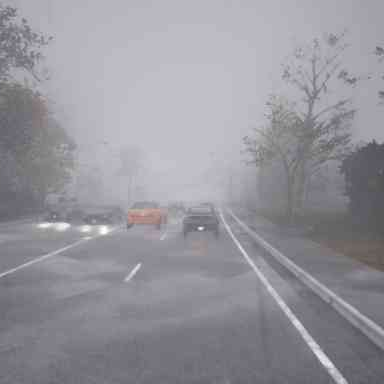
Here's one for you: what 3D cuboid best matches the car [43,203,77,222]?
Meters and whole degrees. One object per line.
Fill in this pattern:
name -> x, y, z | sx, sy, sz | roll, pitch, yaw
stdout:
car -> -9.846, 1.567, 26.055 | 1.994, 1.385, 4.181 | 0, 0, 3

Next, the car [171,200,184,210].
car -> -1.810, 1.616, 39.572 | 1.895, 1.301, 4.718 | 0, 0, 4

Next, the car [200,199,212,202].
car -> 1.617, 1.543, 38.568 | 1.812, 1.442, 4.674 | 0, 0, 4

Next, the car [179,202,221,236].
car -> 0.521, 1.513, 18.552 | 1.837, 1.490, 4.892 | 0, 0, 2

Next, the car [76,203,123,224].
car -> -6.415, 1.552, 24.883 | 2.033, 1.411, 5.357 | 0, 0, 3

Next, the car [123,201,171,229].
car -> -2.830, 1.359, 22.038 | 2.097, 1.767, 4.553 | 0, 0, 3
